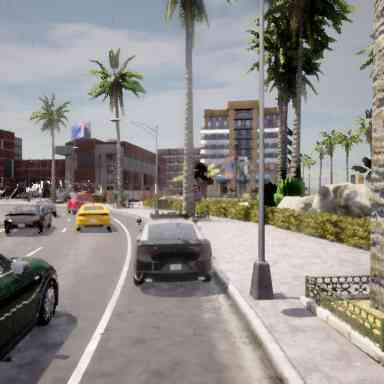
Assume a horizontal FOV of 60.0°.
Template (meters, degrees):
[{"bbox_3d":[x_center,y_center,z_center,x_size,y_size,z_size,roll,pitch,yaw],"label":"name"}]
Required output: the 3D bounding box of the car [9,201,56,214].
[{"bbox_3d":[-9.335,1.485,19.237,2.128,1.511,4.902,0,0,-16],"label":"car"}]

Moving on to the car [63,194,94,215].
[{"bbox_3d":[-11.305,1.215,33.861,2.150,2.045,5.566,0,0,-28],"label":"car"}]

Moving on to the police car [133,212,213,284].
[{"bbox_3d":[-0.678,1.424,9.770,1.930,1.638,5.238,0,0,-7],"label":"police car"}]

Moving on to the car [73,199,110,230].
[{"bbox_3d":[-6.212,1.473,21.001,1.882,1.535,5.008,0,0,-16],"label":"car"}]

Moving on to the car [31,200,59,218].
[{"bbox_3d":[-14.017,1.537,31.544,2.033,1.411,5.357,0,0,-27],"label":"car"}]

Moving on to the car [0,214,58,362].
[{"bbox_3d":[-3.313,1.349,4.103,2.097,1.767,4.553,0,0,-4],"label":"car"}]
